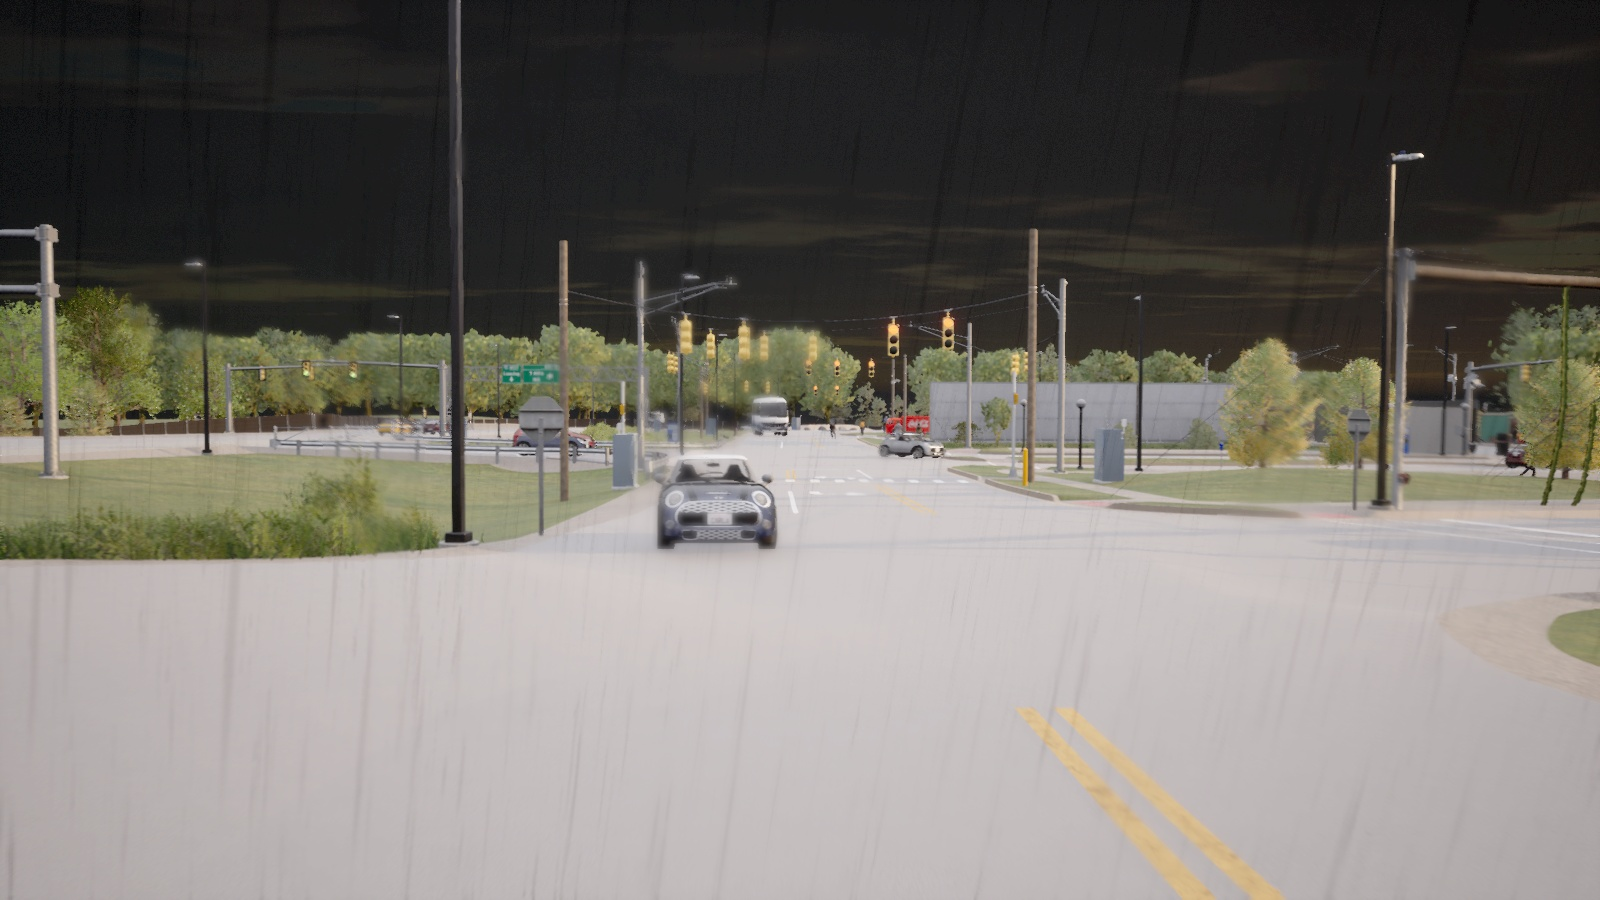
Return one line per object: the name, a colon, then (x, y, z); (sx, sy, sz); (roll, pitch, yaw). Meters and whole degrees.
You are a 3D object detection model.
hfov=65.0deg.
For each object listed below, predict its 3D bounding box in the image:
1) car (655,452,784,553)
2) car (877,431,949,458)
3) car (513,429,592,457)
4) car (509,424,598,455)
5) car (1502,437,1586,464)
car: (-1.442, 0.800, 21.052); (1.970, 1.475, 3.806); (0, 1, -7)
car: (6.661, -0.340, 74.320); (3.806, 1.475, 1.970); (1, 2, 43)
car: (-13.226, -0.368, 67.266); (3.806, 1.475, 1.970); (0, 1, 3)
car: (-13.888, -0.600, 70.992); (4.611, 1.667, 2.242); (0, 2, -3)
car: (44.070, 0.031, 74.462); (3.806, 1.475, 1.970); (1, 2, -6)
